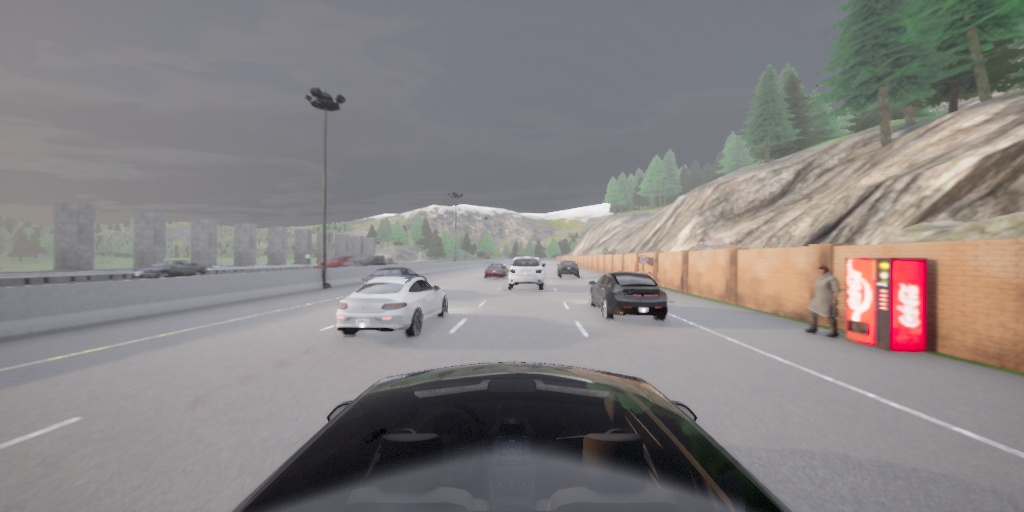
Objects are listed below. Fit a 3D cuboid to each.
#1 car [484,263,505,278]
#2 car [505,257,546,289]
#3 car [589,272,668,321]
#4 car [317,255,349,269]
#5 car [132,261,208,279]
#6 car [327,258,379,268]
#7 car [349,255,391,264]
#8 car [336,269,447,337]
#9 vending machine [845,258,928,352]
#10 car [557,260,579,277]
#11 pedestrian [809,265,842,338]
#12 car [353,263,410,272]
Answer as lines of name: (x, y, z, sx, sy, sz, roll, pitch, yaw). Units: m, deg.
car: (-1.460, 1.392, 35.087, 1.994, 1.385, 4.181, 0, 0, 5)
car: (1.044, 1.079, 23.980, 2.150, 2.045, 5.566, 0, 0, 5)
car: (3.976, 1.313, 12.878, 1.837, 1.490, 4.892, 0, 0, 3)
car: (-21.816, 0.933, 44.832, 2.150, 2.045, 5.566, 0, 0, 6)
car: (-26.777, 1.127, 28.263, 2.128, 1.511, 4.902, 0, 0, 4)
car: (-15.645, 1.222, 35.632, 2.128, 1.511, 4.902, 0, 0, 5)
car: (-18.181, 0.959, 46.218, 2.150, 2.045, 5.566, 0, 0, 6)
car: (-3.163, 1.276, 10.187, 1.812, 1.442, 4.674, 0, 0, 3)
vending machine: (8.611, 1.023, 8.315, 1.100, 2.100, 0.880, 0, 0, 3)
car: (5.777, 1.235, 37.353, 2.097, 1.767, 4.553, 0, 0, 5)
pedestrian: (8.025, 1.119, 9.184, 0.375, 1.860, 0.375, 0, 0, 3)
car: (-6.196, 1.301, 19.233, 2.033, 1.411, 5.357, 0, 0, 4)
